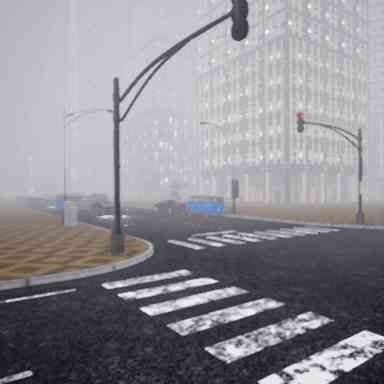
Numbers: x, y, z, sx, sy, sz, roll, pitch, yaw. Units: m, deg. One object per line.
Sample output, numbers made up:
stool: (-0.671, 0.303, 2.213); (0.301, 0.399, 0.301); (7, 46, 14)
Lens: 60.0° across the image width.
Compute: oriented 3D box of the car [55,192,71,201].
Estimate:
car: (-26.945, 0.918, 69.384); (2.192, 1.841, 5.009); (0, 0, -34)

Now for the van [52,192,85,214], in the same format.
van: (-12.164, 1.208, 32.571); (1.690, 1.788, 3.998); (0, 0, -34)

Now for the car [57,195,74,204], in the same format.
car: (-21.600, 1.219, 56.673); (1.812, 1.442, 4.674); (-1, 1, -34)

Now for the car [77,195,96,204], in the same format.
car: (-17.635, 1.229, 55.620); (1.887, 1.381, 4.507); (0, 0, -34)

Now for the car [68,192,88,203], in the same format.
car: (-20.739, 0.972, 60.207); (2.192, 1.841, 5.009); (0, 0, -34)

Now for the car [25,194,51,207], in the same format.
car: (-21.473, 1.353, 46.337); (1.947, 1.339, 4.313); (0, 0, -34)

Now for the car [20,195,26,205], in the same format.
car: (-24.576, 1.311, 50.925); (2.008, 1.369, 4.403); (0, 0, -34)

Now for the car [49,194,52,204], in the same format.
car: (-20.880, 1.350, 50.243); (1.895, 1.301, 4.718); (-1, 1, -34)

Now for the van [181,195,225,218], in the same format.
van: (1.076, 1.183, 28.156); (1.690, 1.788, 3.998); (0, 0, -34)

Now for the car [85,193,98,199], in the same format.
car: (-15.819, 1.235, 48.200); (2.128, 1.511, 4.902); (-1, 1, -33)

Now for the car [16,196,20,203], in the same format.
car: (-30.783, 1.288, 60.102); (1.802, 1.307, 4.206); (0, 0, -34)

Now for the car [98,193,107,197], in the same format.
car: (-14.532, 1.026, 51.030); (2.192, 1.841, 5.009); (0, 0, -34)

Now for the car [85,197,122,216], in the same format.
car: (-8.206, 1.423, 31.337); (1.994, 1.385, 4.181); (-1, 1, -34)

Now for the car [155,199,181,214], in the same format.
car: (-2.101, 1.361, 32.694); (1.887, 1.381, 4.507); (0, 0, -34)
